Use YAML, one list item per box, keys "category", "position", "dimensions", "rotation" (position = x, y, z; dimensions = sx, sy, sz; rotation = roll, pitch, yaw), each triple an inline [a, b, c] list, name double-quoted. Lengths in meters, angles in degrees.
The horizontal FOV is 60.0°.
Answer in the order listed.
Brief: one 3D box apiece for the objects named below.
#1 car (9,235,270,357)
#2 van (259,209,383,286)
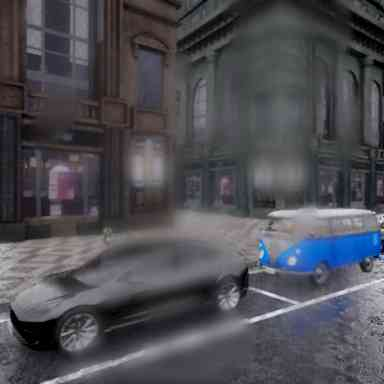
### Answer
- category: "car"
  position: [-0.834, 1.577, 6.054]
  dimensions: [4.313, 1.339, 1.947]
  rotation: [0, 0, -36]
- category: "van"
  position: [3.596, 1.373, 9.216]
  dimensions: [3.998, 1.788, 1.690]
  rotation: [0, 0, -36]
